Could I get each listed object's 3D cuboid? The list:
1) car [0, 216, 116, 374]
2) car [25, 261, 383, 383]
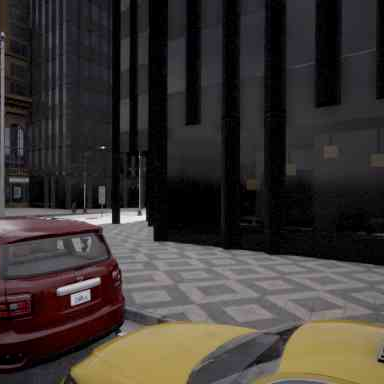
[{"bbox_3d":[-3.242,1.314,5.271,5.009,1.841,2.192,0,0,36],"label":"car"},{"bbox_3d":[1.037,1.525,2.220,4.829,1.417,1.752,0,0,36],"label":"car"}]
